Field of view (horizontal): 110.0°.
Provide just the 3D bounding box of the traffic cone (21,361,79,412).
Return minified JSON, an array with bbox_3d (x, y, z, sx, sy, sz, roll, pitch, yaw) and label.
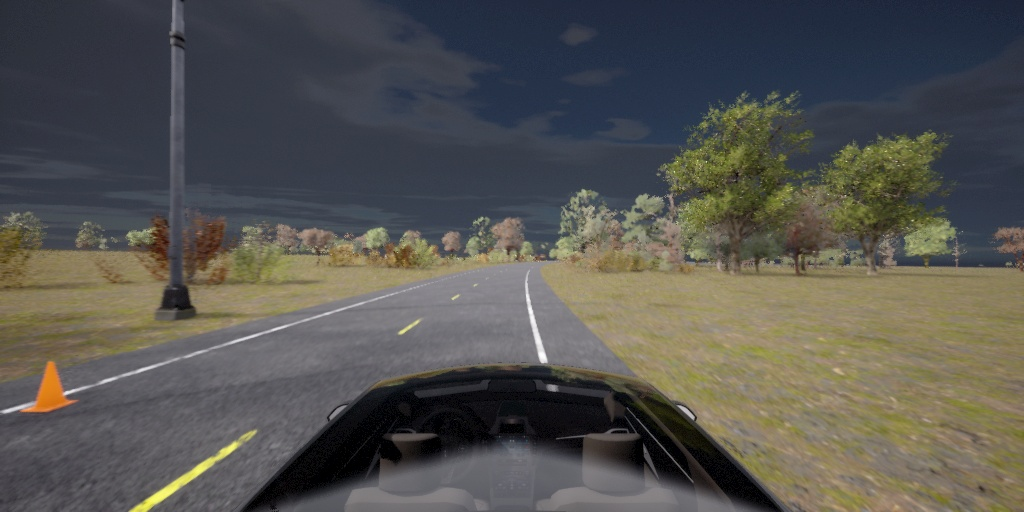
[{"bbox_3d":[-6.060,1.683,4.711,0.340,0.580,0.340,0,0,0],"label":"traffic cone"}]
